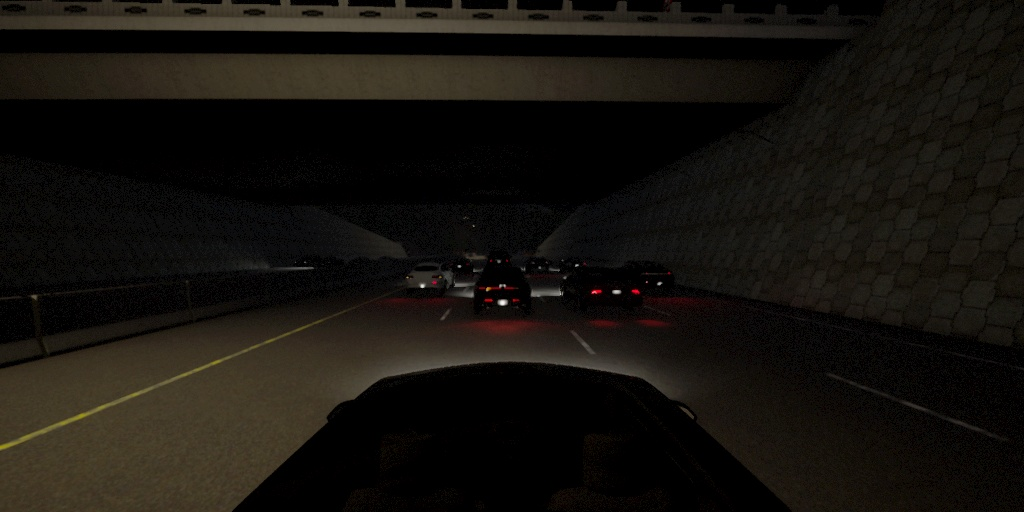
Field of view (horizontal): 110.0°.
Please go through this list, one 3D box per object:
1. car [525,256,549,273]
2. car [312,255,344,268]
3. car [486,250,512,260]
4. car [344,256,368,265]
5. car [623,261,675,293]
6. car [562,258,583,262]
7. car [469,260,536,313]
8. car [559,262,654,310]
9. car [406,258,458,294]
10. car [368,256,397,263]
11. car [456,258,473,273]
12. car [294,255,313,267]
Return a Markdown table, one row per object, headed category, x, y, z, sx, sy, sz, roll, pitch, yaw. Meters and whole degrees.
| category | x | y | z | sx | sy | sz | roll | pitch | yaw |
| --- | --- | --- | --- | --- | --- | --- | --- | --- | --- |
| car | 2.295 | 0.773 | 33.376 | 2.128 | 1.511 | 4.902 | 0 | 1 | -2 |
| car | -22.909 | 0.698 | 45.519 | 1.812 | 1.442 | 4.674 | 0 | 1 | -2 |
| car | -1.162 | 0.527 | 32.276 | 2.150 | 2.045 | 5.566 | 0 | 1 | -2 |
| car | -19.432 | 0.718 | 46.195 | 1.994 | 1.385 | 4.181 | 0 | 1 | -2 |
| car | 6.442 | 0.981 | 18.321 | 2.128 | 1.511 | 4.902 | 0 | 1 | -2 |
| car | 5.766 | 0.823 | 34.215 | 1.994 | 1.385 | 4.181 | 0 | 1 | -2 |
| car | -0.360 | 1.091 | 13.057 | 1.837 | 1.490 | 4.892 | 0 | 1 | -2 |
| car | 3.126 | 1.116 | 13.519 | 2.033 | 1.411 | 5.357 | 0 | 1 | -2 |
| car | -4.069 | 1.046 | 18.168 | 1.812 | 1.442 | 4.674 | 0 | 1 | -3 |
| car | -15.902 | 0.703 | 45.348 | 2.033 | 1.411 | 5.357 | 0 | 1 | -2 |
| car | -4.717 | 0.861 | 33.569 | 1.994 | 1.385 | 4.181 | 0 | 1 | -2 |
| car | -26.462 | 0.669 | 46.900 | 1.837 | 1.490 | 4.892 | 0 | 0 | -2 |
